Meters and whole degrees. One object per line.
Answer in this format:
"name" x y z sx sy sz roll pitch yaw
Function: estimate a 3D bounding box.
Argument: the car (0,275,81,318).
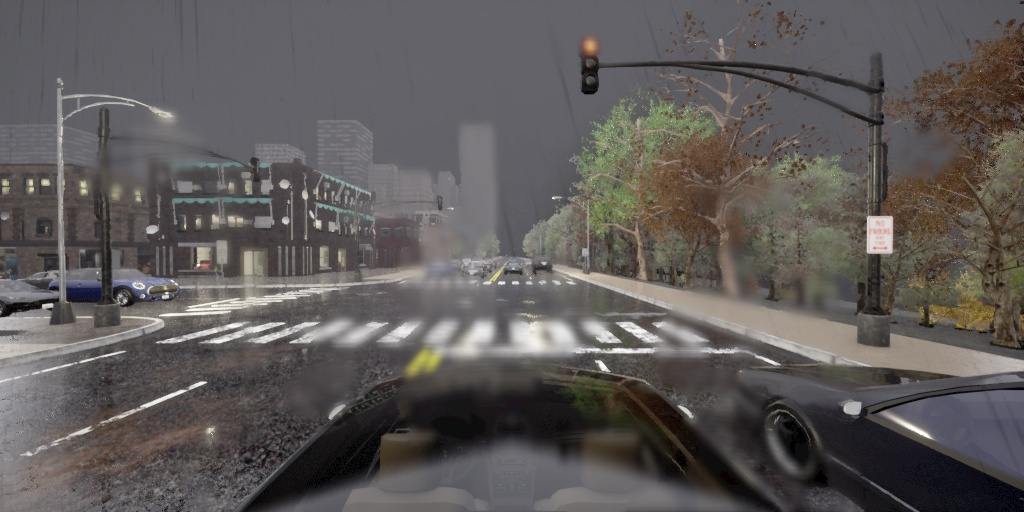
"car" -19.930 1.565 13.725 4.313 1.339 1.948 0 0 0

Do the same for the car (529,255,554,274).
"car" 3.403 0.959 40.446 2.150 2.045 5.566 0 0 0

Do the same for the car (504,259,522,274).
"car" 0.154 1.301 40.269 1.994 1.385 4.181 0 0 0

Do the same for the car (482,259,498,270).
"car" -3.263 1.222 53.988 2.128 1.511 4.902 0 0 0

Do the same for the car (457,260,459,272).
"car" -6.537 1.240 42.332 1.837 1.490 4.892 0 0 0

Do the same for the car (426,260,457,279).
"car" -6.552 1.266 33.022 1.812 1.442 4.674 0 0 0

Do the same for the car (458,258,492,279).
"car" -3.300 1.232 33.009 2.128 1.511 4.902 0 0 0

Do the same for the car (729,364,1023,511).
"car" 3.350 1.297 1.544 2.033 1.411 5.357 0 0 0

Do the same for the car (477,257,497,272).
"car" -3.285 1.228 42.414 2.128 1.511 4.902 0 0 0

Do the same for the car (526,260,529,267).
"car" 3.436 1.327 64.105 1.895 1.301 4.718 0 0 0

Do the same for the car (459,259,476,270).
"car" -6.514 1.257 53.006 1.812 1.442 4.674 0 0 0

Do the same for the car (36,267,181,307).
"car" -18.015 1.302 16.372 4.553 1.767 2.097 -1 1 2
